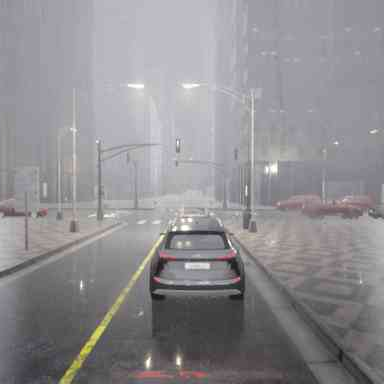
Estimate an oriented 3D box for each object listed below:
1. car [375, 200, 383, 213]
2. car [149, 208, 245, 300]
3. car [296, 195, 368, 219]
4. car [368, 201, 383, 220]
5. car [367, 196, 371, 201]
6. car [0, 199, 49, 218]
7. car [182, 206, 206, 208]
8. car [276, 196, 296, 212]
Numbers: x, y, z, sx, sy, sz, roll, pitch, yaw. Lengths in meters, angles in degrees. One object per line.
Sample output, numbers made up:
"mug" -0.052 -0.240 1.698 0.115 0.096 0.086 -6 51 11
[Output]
"car" 23.435 1.626 37.693 4.313 1.339 1.947 0 1 0
"car" 0.117 1.427 8.364 2.033 1.649 4.856 0 0 0
"car" 12.155 1.457 29.146 5.009 1.841 2.192 0 1 0
"car" 17.798 1.736 29.159 4.313 1.339 1.947 0 1 0
"car" 17.794 1.345 37.680 5.009 1.841 2.192 0 1 0
"car" -14.886 1.561 29.099 4.507 1.381 1.887 0 1 0
"car" 0.115 1.503 17.451 1.837 1.490 4.892 0 0 0
"car" 12.150 1.317 37.669 5.009 1.841 2.192 0 1 0
